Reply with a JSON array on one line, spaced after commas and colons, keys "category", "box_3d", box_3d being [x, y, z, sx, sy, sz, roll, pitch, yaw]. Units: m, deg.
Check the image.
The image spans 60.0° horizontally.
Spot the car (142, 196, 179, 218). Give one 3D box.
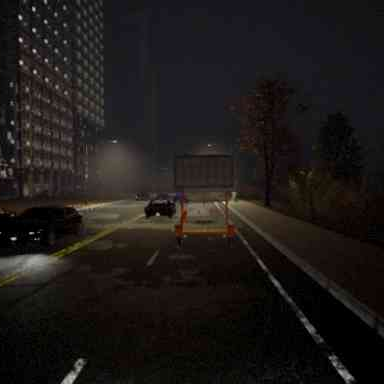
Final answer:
[{"category": "car", "box_3d": [-2.277, 1.204, 25.040, 1.895, 1.301, 4.718, 0, 1, 2]}]

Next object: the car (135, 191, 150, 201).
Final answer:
[{"category": "car", "box_3d": [-7.989, 0.679, 54.131, 1.837, 1.490, 4.892, 0, 1, 2]}]

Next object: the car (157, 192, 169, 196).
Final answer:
[{"category": "car", "box_3d": [-4.736, 0.711, 54.236, 1.994, 1.385, 4.181, 0, 1, 2]}]

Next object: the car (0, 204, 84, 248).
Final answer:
[{"category": "car", "box_3d": [-6.086, 1.318, 13.915, 1.837, 1.490, 4.892, 0, 1, 2]}]

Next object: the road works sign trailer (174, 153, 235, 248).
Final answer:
[{"category": "road works sign trailer", "box_3d": [0.497, 0.234, 13.605, 2.380, 3.560, 2.880, 0, 1, 2]}]

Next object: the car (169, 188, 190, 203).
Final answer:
[{"category": "car", "box_3d": [-1.546, 0.453, 47.608, 2.150, 2.045, 5.566, 0, 1, 2]}]
